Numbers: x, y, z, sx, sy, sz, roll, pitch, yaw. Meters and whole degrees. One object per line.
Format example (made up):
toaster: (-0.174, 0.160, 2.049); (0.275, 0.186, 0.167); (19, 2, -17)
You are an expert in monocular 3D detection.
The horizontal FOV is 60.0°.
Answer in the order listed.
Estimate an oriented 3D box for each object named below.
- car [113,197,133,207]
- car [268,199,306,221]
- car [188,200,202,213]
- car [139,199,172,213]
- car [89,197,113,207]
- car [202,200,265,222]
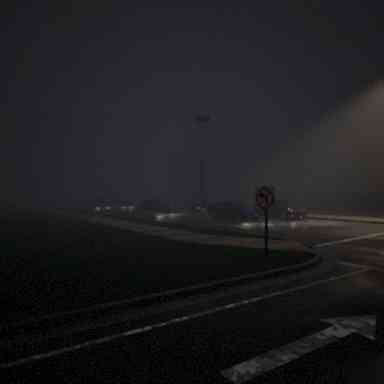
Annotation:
car: (-11.197, 1.539, 52.847); (2.033, 1.411, 5.357); (0, 0, -35)
car: (7.106, 1.344, 27.534); (2.097, 1.767, 4.553); (0, 0, -36)
car: (1.383, 1.555, 35.394); (1.994, 1.385, 4.181); (0, 0, -36)
car: (-4.150, 1.471, 37.044); (1.882, 1.535, 5.008); (0, 0, -36)
car: (-14.453, 1.500, 51.392); (1.837, 1.490, 4.892); (0, 0, -35)
car: (3.309, 1.471, 26.799); (1.882, 1.535, 5.008); (0, 0, -36)
